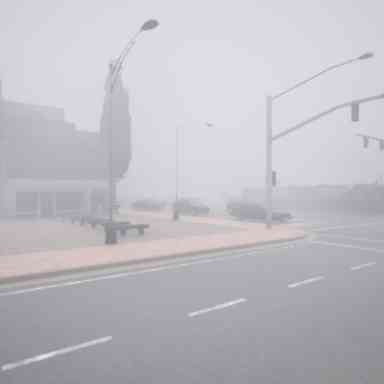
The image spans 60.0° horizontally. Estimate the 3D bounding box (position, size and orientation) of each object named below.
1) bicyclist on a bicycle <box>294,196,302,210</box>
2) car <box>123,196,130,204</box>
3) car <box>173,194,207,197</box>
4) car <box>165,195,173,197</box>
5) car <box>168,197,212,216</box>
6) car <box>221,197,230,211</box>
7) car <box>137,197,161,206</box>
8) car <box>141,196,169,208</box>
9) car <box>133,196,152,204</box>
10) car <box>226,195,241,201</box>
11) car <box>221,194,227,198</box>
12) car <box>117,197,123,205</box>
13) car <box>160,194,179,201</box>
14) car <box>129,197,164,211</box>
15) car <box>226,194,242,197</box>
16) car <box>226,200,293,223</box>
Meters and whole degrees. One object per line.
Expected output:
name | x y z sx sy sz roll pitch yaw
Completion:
bicyclist on a bicycle | 13.030 1.349 40.759 1.656 1.620 0.582 -6 4 -35
car | -13.412 1.627 65.924 2.128 1.511 4.902 0 0 -35
car | 0.070 1.436 40.221 2.097 1.767 4.553 0 0 -35
car | -4.317 1.687 59.046 1.994 1.385 4.181 0 0 -35
car | -0.108 1.550 34.368 1.882 1.535 5.008 0 0 -35
car | 5.342 1.561 32.676 2.128 1.511 4.902 0 0 -35
car | -7.548 1.611 57.555 2.128 1.511 4.902 0 0 -35
car | -5.596 1.701 48.338 1.895 1.301 4.718 0 0 -35
car | -10.044 1.616 67.163 1.882 1.535 5.008 0 0 -35
car | 11.527 1.589 91.731 3.806 1.475 1.970 0 0 -37
car | 7.555 1.299 67.768 3.866 1.878 1.905 0 0 -37
car | -13.344 1.710 53.397 1.895 1.301 4.718 0 0 -34
car | -5.807 1.332 85.892 4.605 1.855 1.932 0 0 -37
car | -5.873 1.689 42.612 1.895 1.301 4.718 0 0 -35
car | 9.266 1.534 65.432 3.806 1.475 1.970 0 0 -37
car | 5.379 1.604 26.445 2.033 1.411 5.357 0 0 -33
